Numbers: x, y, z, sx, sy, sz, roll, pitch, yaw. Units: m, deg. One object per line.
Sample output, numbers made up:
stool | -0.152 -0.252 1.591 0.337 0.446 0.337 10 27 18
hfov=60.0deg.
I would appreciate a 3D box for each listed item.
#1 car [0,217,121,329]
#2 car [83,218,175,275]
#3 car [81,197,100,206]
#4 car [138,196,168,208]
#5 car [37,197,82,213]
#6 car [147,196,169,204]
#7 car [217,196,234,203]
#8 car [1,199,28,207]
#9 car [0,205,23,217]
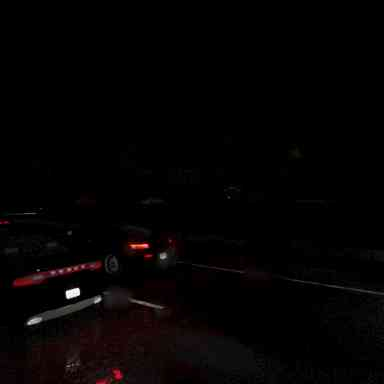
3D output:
car | -3.930 1.477 6.786 5.008 1.535 1.882 0 0 35
car | -2.637 1.526 10.155 4.674 1.442 1.812 0 0 35
car | -16.808 1.477 51.964 1.882 1.535 5.008 0 1 36
car | -5.860 1.525 49.134 1.812 1.442 4.674 0 0 36
car | -14.843 1.563 36.861 1.994 1.385 4.181 0 0 36
car | -6.646 1.563 65.791 1.994 1.385 4.181 0 0 37
car | 6.677 1.567 66.157 1.994 1.385 4.181 0 0 36
car | -23.745 1.600 42.474 1.895 1.301 4.718 0 0 36
car | -10.112 1.504 15.485 4.892 1.490 1.837 0 0 36
